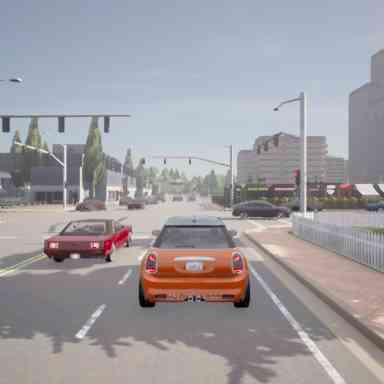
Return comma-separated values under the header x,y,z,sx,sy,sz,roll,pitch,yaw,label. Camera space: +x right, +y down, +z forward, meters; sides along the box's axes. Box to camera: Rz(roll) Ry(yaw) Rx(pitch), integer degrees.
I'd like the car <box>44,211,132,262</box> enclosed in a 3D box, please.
x,y,z,sx,sy,sz,roll,pitch,yaw,label
-3.422,1.600,11.996,1.895,1.301,4.718,0,0,0,car

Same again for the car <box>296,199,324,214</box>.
x,y,z,sx,sy,sz,roll,pitch,yaw,label
11.254,1.489,34.762,4.902,1.511,2.128,0,0,-1,car

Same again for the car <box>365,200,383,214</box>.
x,y,z,sx,sy,sz,roll,pitch,yaw,label
20.898,1.475,35.005,5.008,1.535,1.882,0,0,-2,car

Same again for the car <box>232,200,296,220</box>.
x,y,z,sx,sy,sz,roll,pitch,yaw,label
5.721,1.503,27.568,4.892,1.490,1.837,0,2,7,car

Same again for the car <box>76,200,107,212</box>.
x,y,z,sx,sy,sz,roll,pitch,yaw,label
-11.592,1.562,38.580,1.994,1.385,4.181,0,0,15,car

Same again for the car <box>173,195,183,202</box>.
x,y,z,sx,sy,sz,roll,pitch,yaw,label
-3.539,1.507,77.754,1.812,1.442,4.674,0,0,0,car

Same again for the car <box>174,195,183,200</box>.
x,y,z,sx,sy,sz,roll,pitch,yaw,label
-3.544,1.419,87.709,1.994,1.385,4.181,0,0,0,car

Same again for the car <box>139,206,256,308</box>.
x,y,z,sx,sy,sz,roll,pitch,yaw,label
0.060,1.351,8.101,2.097,1.767,4.553,0,0,0,car

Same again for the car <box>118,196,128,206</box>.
x,y,z,sx,sy,sz,roll,pitch,yaw,label
-10.617,1.502,54.055,1.837,1.490,4.892,0,0,0,car

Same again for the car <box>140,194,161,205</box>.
x,y,z,sx,sy,sz,roll,pitch,yaw,label
-7.110,1.488,57.944,2.128,1.511,4.902,0,0,0,car

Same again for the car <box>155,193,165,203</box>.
x,y,z,sx,sy,sz,roll,pitch,yaw,label
-7.036,1.220,71.304,2.150,2.045,5.566,0,0,0,car

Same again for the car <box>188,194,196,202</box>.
x,y,z,sx,sy,sz,roll,pitch,yaw,label
-0.039,1.526,77.437,2.033,1.411,5.357,0,0,0,car

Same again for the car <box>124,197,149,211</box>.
x,y,z,sx,sy,sz,roll,pitch,yaw,label
-6.915,1.598,41.625,1.895,1.301,4.718,0,0,-3,car

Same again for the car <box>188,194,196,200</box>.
x,y,z,sx,sy,sz,roll,pitch,yaw,label
-0.044,1.391,87.712,2.128,1.511,4.902,0,0,0,car
